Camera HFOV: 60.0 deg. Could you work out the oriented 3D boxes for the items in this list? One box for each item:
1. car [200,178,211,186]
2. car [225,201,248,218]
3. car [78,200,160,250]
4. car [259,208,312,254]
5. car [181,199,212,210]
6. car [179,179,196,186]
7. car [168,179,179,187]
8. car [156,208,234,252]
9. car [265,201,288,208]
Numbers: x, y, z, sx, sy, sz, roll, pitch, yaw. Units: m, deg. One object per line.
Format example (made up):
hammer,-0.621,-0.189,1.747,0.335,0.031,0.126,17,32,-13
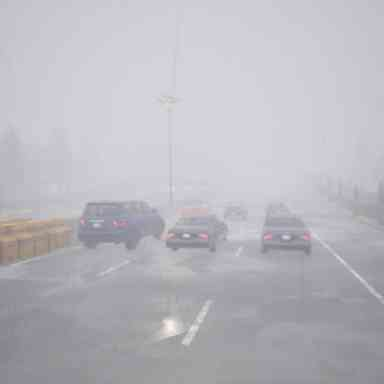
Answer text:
car,2.899,-2.206,71.356,1.882,1.535,5.008,-1,6,13
car,3.916,1.478,29.546,1.812,1.442,4.674,-1,2,13
car,-3.018,1.374,15.392,2.150,2.045,5.566,-1,0,14
car,3.789,1.603,13.743,2.033,1.411,5.357,-1,0,14
car,0.436,1.363,30.055,2.097,1.767,4.553,-1,2,13
car,-0.506,-2.093,72.163,2.033,1.411,5.357,-1,6,13
car,-3.913,-2.057,72.962,2.128,1.511,4.902,-1,6,13
car,0.387,1.654,14.561,2.033,1.411,5.357,-1,0,14
car,7.304,1.469,28.662,1.994,1.385,4.181,-1,2,13
